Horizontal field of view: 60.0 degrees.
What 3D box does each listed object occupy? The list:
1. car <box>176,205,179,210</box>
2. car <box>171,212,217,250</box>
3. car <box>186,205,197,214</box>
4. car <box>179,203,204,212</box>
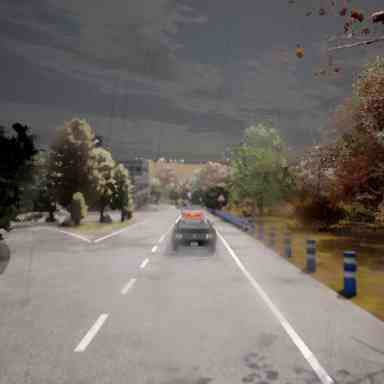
[{"bbox_3d":[-3.322,4.200,91.317,1.994,1.385,4.181,0,-1,-1],"label":"car"},{"bbox_3d":[0.093,1.840,15.570,1.895,1.301,4.718,0,-1,0],"label":"car"},{"bbox_3d":[0.001,3.067,58.835,1.837,1.490,4.892,0,-3,1],"label":"car"},{"bbox_3d":[0.086,2.098,32.363,2.097,1.767,4.553,0,-2,0],"label":"car"}]
